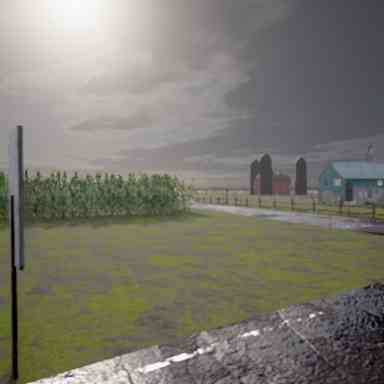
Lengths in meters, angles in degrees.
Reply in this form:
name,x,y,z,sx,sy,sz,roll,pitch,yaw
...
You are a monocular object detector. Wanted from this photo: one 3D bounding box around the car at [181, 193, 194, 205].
name,x,y,z,sx,sy,sz,roll,pitch,yaw
car,-1.443,1.258,59.759,2.150,2.045,5.566,-1,0,-18
